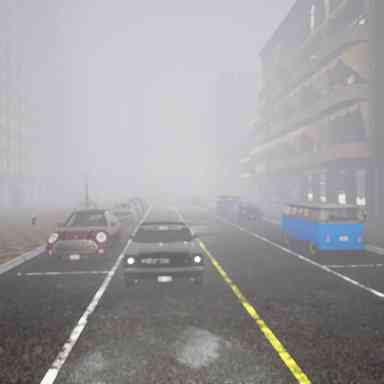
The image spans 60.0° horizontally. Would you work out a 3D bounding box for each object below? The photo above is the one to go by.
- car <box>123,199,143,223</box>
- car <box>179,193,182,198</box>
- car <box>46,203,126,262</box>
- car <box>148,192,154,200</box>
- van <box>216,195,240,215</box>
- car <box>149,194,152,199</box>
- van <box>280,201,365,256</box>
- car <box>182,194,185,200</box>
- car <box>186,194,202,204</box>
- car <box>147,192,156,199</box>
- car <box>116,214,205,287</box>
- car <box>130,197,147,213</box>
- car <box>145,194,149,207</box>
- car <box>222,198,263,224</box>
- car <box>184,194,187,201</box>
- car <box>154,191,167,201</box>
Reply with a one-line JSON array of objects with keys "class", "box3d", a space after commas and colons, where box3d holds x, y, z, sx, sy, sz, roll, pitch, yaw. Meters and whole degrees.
[{"class": "car", "box3d": [-4.665, 1.434, 22.750, 2.008, 1.369, 4.403, 0, 0, -5]}, {"class": "car", "box3d": [-1.479, 1.154, 78.520, 1.887, 1.381, 4.507, 0, 0, -5]}, {"class": "car", "box3d": [-3.635, 1.380, 11.754, 1.967, 1.590, 4.097, 0, 0, -5]}, {"class": "car", "box3d": [-9.823, 1.199, 77.739, 1.947, 1.339, 4.313, 0, 0, -5]}, {"class": "van", "box3d": [3.162, 1.173, 29.030, 1.690, 1.788, 3.998, 0, 0, -5]}, {"class": "car", "box3d": [-6.728, 1.340, 44.746, 1.947, 1.339, 4.313, 0, 0, -5]}, {"class": "van", "box3d": [4.709, 1.258, 12.535, 1.690, 1.788, 3.998, 0, 0, -5]}, {"class": "car", "box3d": [-0.464, 1.179, 67.692, 1.752, 1.417, 4.829, 0, 0, -5]}, {"class": "car", "box3d": [0.585, 1.266, 56.526, 1.947, 1.339, 4.313, 0, 0, -5]}, {"class": "car", "box3d": [-10.856, 0.905, 88.734, 2.192, 1.841, 5.009, 0, 0, -5]}, {"class": "car", "box3d": [-0.800, 1.548, 9.345, 1.895, 1.301, 4.718, 0, 0, -5]}, {"class": "car", "box3d": [-5.181, 1.407, 28.250, 2.008, 1.369, 4.403, 0, 0, -5]}, {"class": "car", "box3d": [-5.698, 1.268, 33.748, 1.967, 1.590, 4.097, 0, 0, -5]}, {"class": "car", "box3d": [3.679, 1.405, 23.533, 1.887, 1.381, 4.507, 0, 0, -5]}, {"class": "car", "box3d": [0.053, 1.201, 62.192, 1.752, 1.417, 4.829, 0, 0, -5]}, {"class": "car", "box3d": [-6.713, 0.868, 73.414, 2.150, 2.045, 5.566, 0, 0, -5]}]
